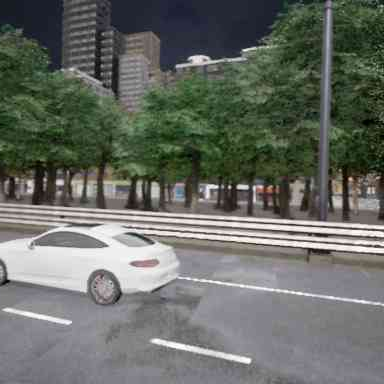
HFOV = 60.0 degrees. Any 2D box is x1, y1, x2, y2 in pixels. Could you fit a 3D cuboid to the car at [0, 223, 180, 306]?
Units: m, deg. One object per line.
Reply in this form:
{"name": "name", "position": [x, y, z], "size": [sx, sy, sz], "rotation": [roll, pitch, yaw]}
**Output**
{"name": "car", "position": [-2.557, 1.441, 7.608], "size": [4.674, 1.442, 1.812], "rotation": [2, 0, 21]}
